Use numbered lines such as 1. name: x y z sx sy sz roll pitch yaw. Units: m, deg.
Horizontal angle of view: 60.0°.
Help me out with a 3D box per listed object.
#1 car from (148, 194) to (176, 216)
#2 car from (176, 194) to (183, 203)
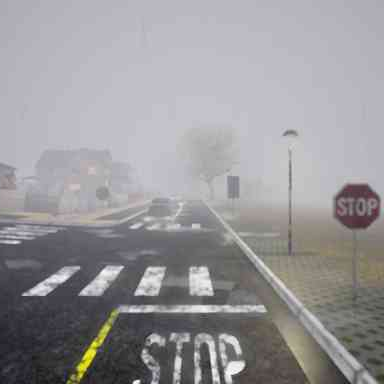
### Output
1. car: -2.663 1.209 29.029 1.882 1.535 5.008 0 2 0
2. car: -2.541 0.983 53.146 1.812 1.442 4.674 0 1 0
